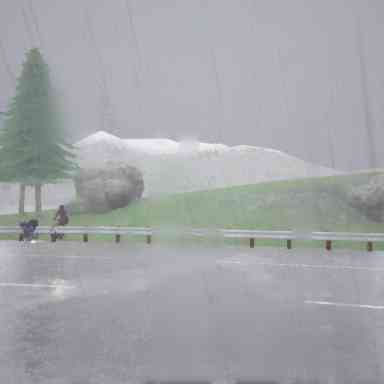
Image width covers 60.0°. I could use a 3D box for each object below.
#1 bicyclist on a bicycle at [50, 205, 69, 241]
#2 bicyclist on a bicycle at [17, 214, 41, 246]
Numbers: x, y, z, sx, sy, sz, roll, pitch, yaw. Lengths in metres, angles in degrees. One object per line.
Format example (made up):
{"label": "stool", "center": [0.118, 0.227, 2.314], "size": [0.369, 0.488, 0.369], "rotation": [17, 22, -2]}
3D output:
{"label": "bicyclist on a bicycle", "center": [-5.979, 1.424, 15.134], "size": [0.582, 1.620, 1.656], "rotation": [4, -9, 3]}
{"label": "bicyclist on a bicycle", "center": [-7.105, 1.721, 14.680], "size": [0.582, 1.656, 1.620], "rotation": [-3, 2, 2]}
